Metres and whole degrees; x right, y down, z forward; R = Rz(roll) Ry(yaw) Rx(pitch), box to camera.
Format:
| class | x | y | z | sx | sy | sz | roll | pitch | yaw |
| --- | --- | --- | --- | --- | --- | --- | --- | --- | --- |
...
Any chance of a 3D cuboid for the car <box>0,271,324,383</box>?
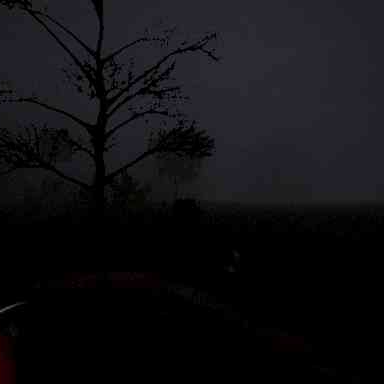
| class | x | y | z | sx | sy | sz | roll | pitch | yaw |
| --- | --- | --- | --- | --- | --- | --- | --- | --- | --- |
| car | -1.026 | 1.542 | 3.460 | 4.507 | 1.381 | 1.887 | 0 | 1 | 36 |
